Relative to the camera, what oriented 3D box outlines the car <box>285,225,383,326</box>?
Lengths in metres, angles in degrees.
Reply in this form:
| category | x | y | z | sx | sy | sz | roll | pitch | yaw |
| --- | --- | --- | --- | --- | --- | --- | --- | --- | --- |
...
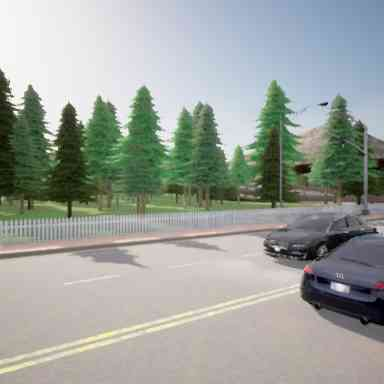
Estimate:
| category | x | y | z | sx | sy | sz | roll | pitch | yaw |
| --- | --- | --- | --- | --- | --- | --- | --- | --- | --- |
| car | 4.102 | 1.560 | 6.697 | 4.181 | 1.385 | 1.994 | 0 | 0 | -35 |

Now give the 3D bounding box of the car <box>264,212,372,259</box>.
| category | x | y | z | sx | sy | sz | roll | pitch | yaw |
| --- | --- | --- | --- | --- | --- | --- | --- | --- | --- |
| car | 4.579 | 1.498 | 11.562 | 4.892 | 1.490 | 1.837 | 0 | 0 | -36 |
